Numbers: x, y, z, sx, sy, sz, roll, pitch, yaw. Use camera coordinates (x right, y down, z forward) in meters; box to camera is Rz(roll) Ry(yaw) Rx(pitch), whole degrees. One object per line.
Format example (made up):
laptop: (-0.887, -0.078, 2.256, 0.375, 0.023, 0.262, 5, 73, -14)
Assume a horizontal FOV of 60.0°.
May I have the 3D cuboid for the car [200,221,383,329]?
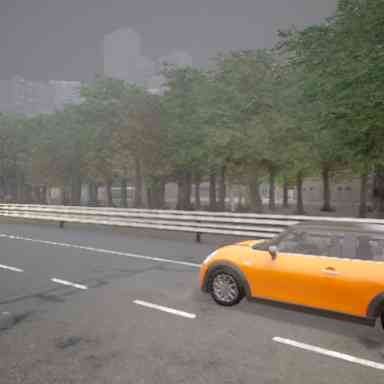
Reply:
car: (2.365, 1.353, 6.482, 4.553, 1.767, 2.097, 0, 0, 35)
